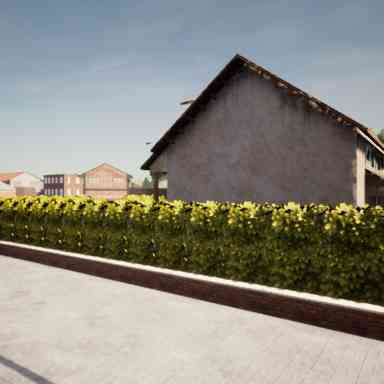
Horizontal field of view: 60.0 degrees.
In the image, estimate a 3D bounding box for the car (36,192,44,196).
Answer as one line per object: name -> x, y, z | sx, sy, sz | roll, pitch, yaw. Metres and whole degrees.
car -> -31.318, 0.971, 68.407 | 3.866, 1.878, 1.905 | 0, 0, 35
